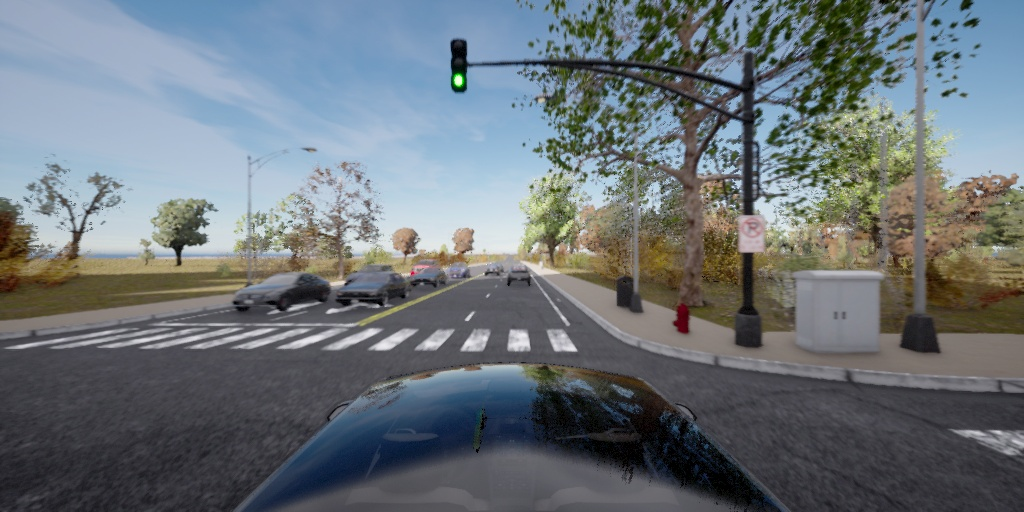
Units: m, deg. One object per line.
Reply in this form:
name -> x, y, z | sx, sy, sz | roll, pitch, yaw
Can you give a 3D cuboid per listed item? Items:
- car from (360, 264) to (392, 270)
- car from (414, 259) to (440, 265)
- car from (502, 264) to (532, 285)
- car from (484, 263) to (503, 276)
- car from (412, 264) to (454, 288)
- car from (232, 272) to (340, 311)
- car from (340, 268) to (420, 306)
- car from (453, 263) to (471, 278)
car -> -9.448, 1.368, 24.472 | 2.097, 1.767, 4.553 | 0, -1, 1
car -> -9.126, 1.376, 38.513 | 2.150, 2.045, 5.566 | 0, -1, 2
car -> 0.586, 1.545, 29.510 | 2.128, 1.511, 4.902 | 0, -1, 1
car -> -2.435, 1.756, 45.431 | 2.033, 1.411, 5.357 | 0, -1, 1
car -> -6.127, 1.588, 27.345 | 2.033, 1.411, 5.357 | 0, -1, 2
car -> -9.642, 1.453, 15.545 | 1.812, 1.442, 4.674 | 0, -1, 1
car -> -6.351, 1.488, 17.273 | 2.033, 1.411, 5.357 | 0, -1, 1
car -> -5.851, 1.508, 39.433 | 2.097, 1.767, 4.553 | 0, 0, 2
